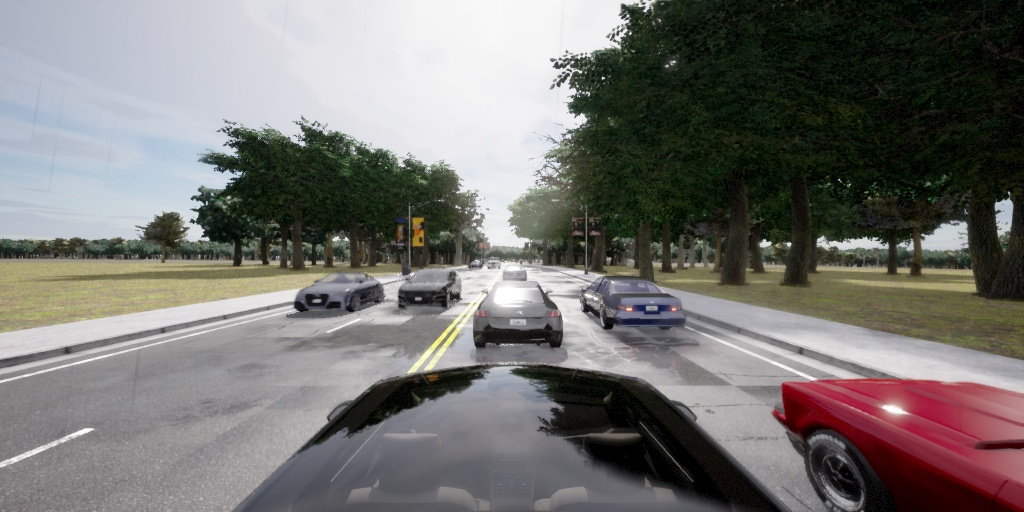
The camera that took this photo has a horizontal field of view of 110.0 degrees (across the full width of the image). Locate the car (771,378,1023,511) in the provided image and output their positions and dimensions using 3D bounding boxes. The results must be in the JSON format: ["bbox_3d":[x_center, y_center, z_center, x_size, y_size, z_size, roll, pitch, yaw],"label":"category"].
[{"bbox_3d":[3.349,1.351,1.185,1.895,1.301,4.718,0,0,0],"label":"car"}]

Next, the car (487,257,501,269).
[{"bbox_3d":[-2.985,1.187,60.693,2.150,2.045,5.566,0,0,0],"label":"car"}]

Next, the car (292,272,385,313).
[{"bbox_3d":[-6.547,1.329,14.033,1.994,1.385,4.181,0,0,0],"label":"car"}]

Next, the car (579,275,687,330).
[{"bbox_3d":[3.386,1.307,11.123,2.033,1.411,5.357,0,0,1],"label":"car"}]

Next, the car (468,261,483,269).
[{"bbox_3d":[-6.092,1.474,60.589,1.994,1.385,4.181,0,0,3],"label":"car"}]

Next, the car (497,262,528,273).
[{"bbox_3d":[0.210,1.349,27.094,2.033,1.411,5.357,0,0,1],"label":"car"}]

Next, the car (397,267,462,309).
[{"bbox_3d":[-3.291,1.246,15.147,1.882,1.535,5.008,0,0,0],"label":"car"}]

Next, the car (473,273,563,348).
[{"bbox_3d":[0.133,1.319,9.286,1.994,1.385,4.181,0,0,0],"label":"car"}]
